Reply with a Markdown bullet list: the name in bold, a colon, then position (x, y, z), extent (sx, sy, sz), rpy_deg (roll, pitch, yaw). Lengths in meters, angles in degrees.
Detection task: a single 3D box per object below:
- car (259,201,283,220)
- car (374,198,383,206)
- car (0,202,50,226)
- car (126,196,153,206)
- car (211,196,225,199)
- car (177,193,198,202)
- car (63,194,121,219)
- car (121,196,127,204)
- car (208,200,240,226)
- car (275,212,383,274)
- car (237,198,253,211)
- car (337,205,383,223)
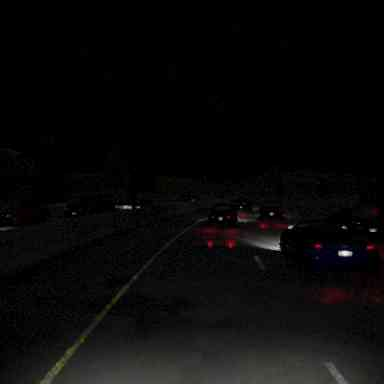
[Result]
- **car**: position (6.632, 1.520, 27.973), extent (1.812, 1.442, 4.674), rpy_deg (0, 0, 12)
- **car**: position (12.112, 1.217, 19.184), extent (2.150, 2.045, 5.566), rpy_deg (0, 0, 8)
- **car**: position (-12.149, 1.474, 23.528), extent (1.882, 1.535, 5.008), rpy_deg (0, 0, 9)
- **car**: position (-8.046, 1.469, 53.547), extent (1.882, 1.535, 5.008), rpy_deg (0, 0, 20)
- **car**: position (5.233, 1.491, 66.933), extent (2.128, 1.511, 4.902), rpy_deg (0, 0, 26)
- **car**: position (-0.724, 1.216, 62.425), extent (2.150, 2.045, 5.566), rpy_deg (0, 0, 24)
- **car**: position (-8.077, 1.217, 26.835), extent (2.150, 2.045, 5.566), rpy_deg (0, 0, 11)
- **car**: position (-10.799, 1.469, 56.229), extent (1.882, 1.535, 5.008), rpy_deg (0, 0, 21)
- **car**: position (2.222, 1.522, 23.477), extent (1.812, 1.442, 4.674), rpy_deg (0, 0, 10)
- **car**: position (4.111, 1.561, 10.591), extent (1.994, 1.385, 4.181), rpy_deg (0, 0, 4)
- **car**: position (6.384, 1.498, 40.926), extent (1.837, 1.490, 4.892), rpy_deg (0, 0, 17)
- **car**: position (8.298, 1.522, 16.999), extent (1.812, 1.442, 4.674), rpy_deg (0, 0, 7)
